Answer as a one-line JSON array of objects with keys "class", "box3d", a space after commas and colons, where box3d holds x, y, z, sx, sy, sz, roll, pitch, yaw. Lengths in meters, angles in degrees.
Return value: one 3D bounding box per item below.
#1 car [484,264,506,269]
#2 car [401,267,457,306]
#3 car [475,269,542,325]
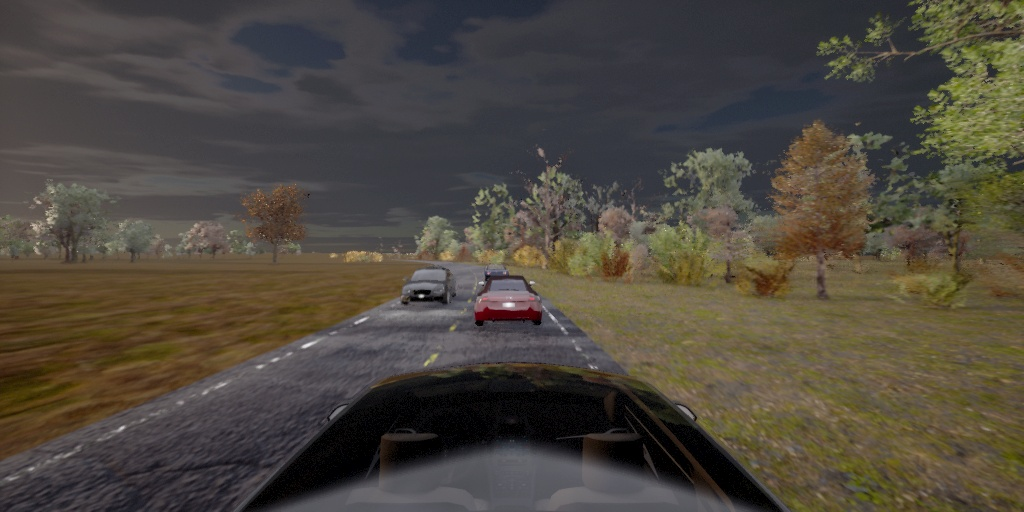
[{"class": "car", "box3d": [-1.379, 1.347, 29.763, 1.895, 1.301, 4.718, 0, 0, -6]}, {"class": "car", "box3d": [-3.535, 1.258, 15.908, 1.837, 1.490, 4.892, 0, 0, -3]}, {"class": "car", "box3d": [-0.162, 1.313, 11.852, 1.994, 1.385, 4.181, 0, 0, -2]}]
